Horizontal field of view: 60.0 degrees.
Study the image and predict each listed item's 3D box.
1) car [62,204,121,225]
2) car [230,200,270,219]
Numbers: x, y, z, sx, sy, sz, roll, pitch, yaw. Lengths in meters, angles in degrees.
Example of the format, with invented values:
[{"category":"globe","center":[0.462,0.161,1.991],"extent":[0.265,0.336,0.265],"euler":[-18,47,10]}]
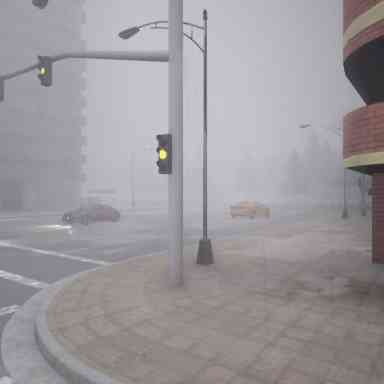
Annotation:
[{"category":"car","center":[-7.213,1.564,24.116],"extent":[1.994,1.385,4.181],"euler":[0,0,36]},{"category":"car","center":[5.131,1.478,28.964],"extent":[1.882,1.535,5.008],"euler":[0,0,36]}]
